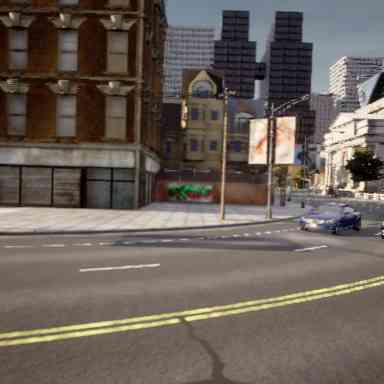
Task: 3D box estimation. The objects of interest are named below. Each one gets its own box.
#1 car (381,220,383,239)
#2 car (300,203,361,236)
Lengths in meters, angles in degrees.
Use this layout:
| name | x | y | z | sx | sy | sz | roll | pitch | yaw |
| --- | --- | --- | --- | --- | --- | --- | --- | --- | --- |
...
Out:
| name | x | y | z | sx | sy | sz | roll | pitch | yaw |
| --- | --- | --- | --- | --- | --- | --- | --- | --- | --- |
| car | 10.420 | 1.448 | 15.633 | 2.128 | 1.511 | 4.902 | 3 | 2 | 43 |
| car | 7.446 | 1.342 | 17.575 | 1.812 | 1.442 | 4.674 | 3 | 2 | 44 |
